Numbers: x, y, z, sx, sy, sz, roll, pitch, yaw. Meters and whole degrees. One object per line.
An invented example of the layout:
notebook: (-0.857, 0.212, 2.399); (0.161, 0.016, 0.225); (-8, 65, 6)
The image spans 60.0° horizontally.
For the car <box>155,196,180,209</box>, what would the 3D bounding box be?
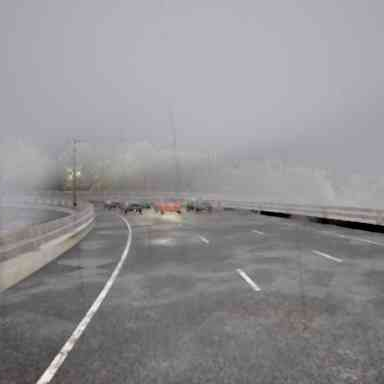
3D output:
car: (-3.534, 1.477, 47.381); (2.097, 1.767, 4.553); (-1, 0, -26)

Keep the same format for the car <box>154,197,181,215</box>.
car: (-2.754, 1.449, 36.041); (2.097, 1.767, 4.553); (-1, 0, -18)

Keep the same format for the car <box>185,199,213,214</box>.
car: (0.678, 1.552, 36.913); (2.128, 1.511, 4.902); (-1, 0, -20)

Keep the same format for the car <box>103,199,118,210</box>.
car: (-11.343, 1.721, 47.499); (1.837, 1.490, 4.892); (-1, 0, -29)

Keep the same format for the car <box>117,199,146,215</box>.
car: (-6.753, 1.649, 36.925); (1.837, 1.490, 4.892); (-1, 0, -20)

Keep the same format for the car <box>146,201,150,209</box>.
car: (-7.416, 1.734, 47.471); (1.994, 1.385, 4.181); (-1, 0, -26)
